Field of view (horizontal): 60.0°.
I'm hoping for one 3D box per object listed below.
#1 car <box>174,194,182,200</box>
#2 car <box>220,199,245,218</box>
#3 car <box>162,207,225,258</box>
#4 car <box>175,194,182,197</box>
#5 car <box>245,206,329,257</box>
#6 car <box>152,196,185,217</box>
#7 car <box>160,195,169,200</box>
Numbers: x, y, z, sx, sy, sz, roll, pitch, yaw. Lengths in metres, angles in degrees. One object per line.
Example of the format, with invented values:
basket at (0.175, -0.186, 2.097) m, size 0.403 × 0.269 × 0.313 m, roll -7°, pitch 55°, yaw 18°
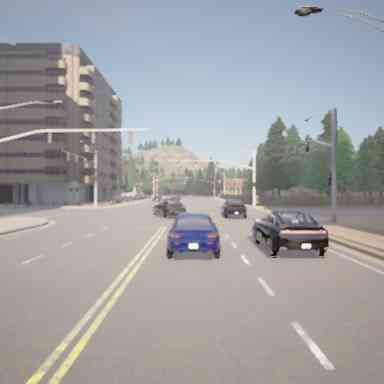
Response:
car at (-3.504, 1.316, 83.992) m, size 1.837 × 1.490 × 4.892 m, roll 0°, pitch 0°, yaw 0°
car at (3.572, 1.403, 28.912) m, size 1.837 × 1.490 × 4.892 m, roll 0°, pitch 0°, yaw 0°
car at (0.061, 1.499, 12.580) m, size 1.812 × 1.442 × 4.674 m, roll 0°, pitch 0°, yaw 0°
car at (-3.503, 1.452, 68.383) m, size 1.895 × 1.301 × 4.718 m, roll 0°, pitch 0°, yaw 0°
car at (3.561, 1.465, 12.731) m, size 2.128 × 1.511 × 4.902 m, roll 0°, pitch 0°, yaw 0°
car at (-2.072, 1.386, 28.494) m, size 2.128 × 1.511 × 4.902 m, roll 0°, pitch 0°, yaw -21°
car at (-7.004, 1.411, 83.967) m, size 1.895 × 1.301 × 4.718 m, roll 0°, pitch 0°, yaw 0°
